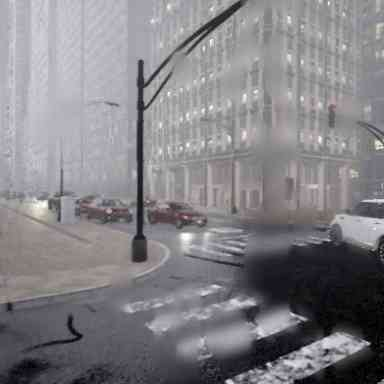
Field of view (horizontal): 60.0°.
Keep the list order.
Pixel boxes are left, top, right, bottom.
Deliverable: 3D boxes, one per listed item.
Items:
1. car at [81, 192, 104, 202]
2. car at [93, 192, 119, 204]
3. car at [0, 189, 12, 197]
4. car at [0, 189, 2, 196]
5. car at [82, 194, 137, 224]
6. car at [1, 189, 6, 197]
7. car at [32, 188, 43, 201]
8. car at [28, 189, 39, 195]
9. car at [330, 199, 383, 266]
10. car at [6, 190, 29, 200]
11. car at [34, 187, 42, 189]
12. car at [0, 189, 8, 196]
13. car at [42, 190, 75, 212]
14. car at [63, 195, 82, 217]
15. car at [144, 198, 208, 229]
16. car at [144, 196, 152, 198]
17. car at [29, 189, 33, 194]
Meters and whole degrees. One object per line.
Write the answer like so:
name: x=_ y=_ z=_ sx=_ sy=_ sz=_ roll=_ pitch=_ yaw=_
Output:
car: x=-14.830 y=0.779 z=49.298 sx=1.947 sy=1.339 sz=4.313 roll=2 pitch=0 yaw=-36
car: x=-11.679 y=0.843 z=44.905 sx=1.752 sy=1.417 sz=4.829 roll=2 pitch=0 yaw=-36
car: x=-37.837 y=0.170 z=67.011 sx=2.008 sy=1.369 sz=4.403 roll=2 pitch=0 yaw=-36
car: x=-34.589 y=0.271 z=62.480 sx=1.887 sy=1.381 sz=4.507 roll=2 pitch=0 yaw=-36
car: x=-5.358 y=1.136 z=21.707 sx=1.967 sy=1.590 sz=4.097 roll=2 pitch=0 yaw=-36
car: x=-31.342 y=0.385 z=57.950 sx=2.008 sy=1.369 sz=4.403 roll=2 pitch=0 yaw=-36
car: x=-21.273 y=0.615 z=48.496 sx=2.128 sy=1.511 sz=4.902 roll=0 pitch=1 yaw=-36
car: x=-40.819 y=-0.081 z=85.555 sx=1.947 sy=1.339 sz=4.313 roll=2 pitch=0 yaw=-36
car: x=6.850 y=1.245 z=11.501 sx=2.150 sy=2.045 sz=5.566 roll=2 pitch=1 yaw=-1
car: x=-28.094 y=0.486 z=53.420 sx=1.887 sy=1.381 sz=4.507 roll=2 pitch=0 yaw=-36
car: x=-34.321 y=0.113 z=76.491 sx=1.887 sy=1.381 sz=4.507 roll=2 pitch=0 yaw=-36
car: x=-41.085 y=0.078 z=71.541 sx=1.947 sy=1.339 sz=4.313 roll=2 pitch=0 yaw=-36
car: x=-11.849 y=0.795 z=30.768 sx=2.192 sy=1.841 sz=5.009 roll=2 pitch=0 yaw=-36
car: x=-8.611 y=1.170 z=26.237 sx=1.802 sy=1.307 sz=4.206 roll=2 pitch=0 yaw=-36
car: x=-0.990 y=1.315 z=20.056 sx=1.812 sy=1.442 sz=4.674 roll=0 pitch=1 yaw=-37
car: x=-5.084 y=1.119 z=35.701 sx=1.802 sy=1.307 sz=4.206 roll=2 pitch=0 yaw=-36
car: x=-37.563 y=-0.224 z=81.023 sx=2.192 sy=1.841 sz=5.009 roll=2 pitch=0 yaw=-36
